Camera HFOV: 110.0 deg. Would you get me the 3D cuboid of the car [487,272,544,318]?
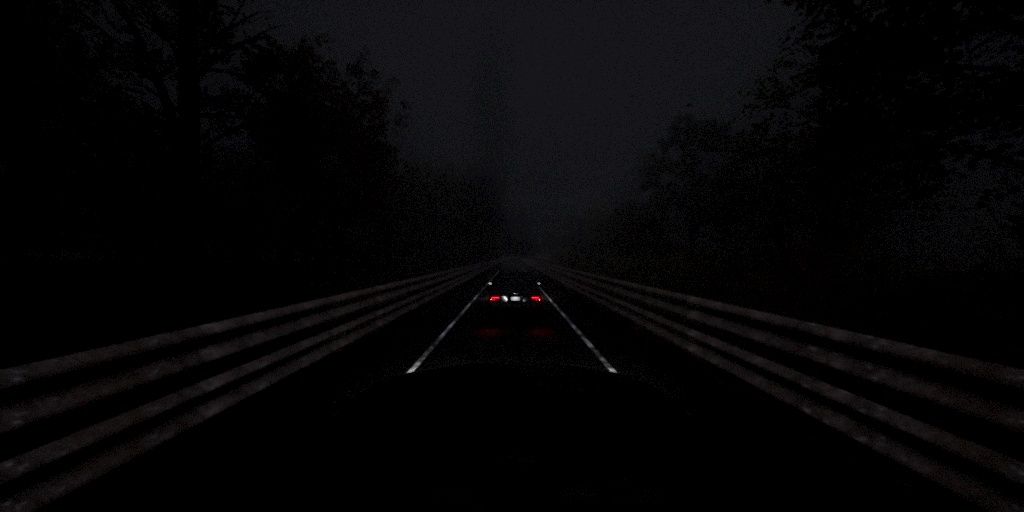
[{"bbox_3d":[0.097,1.300,13.018,2.033,1.411,5.357,0,0,0],"label":"car"}]
